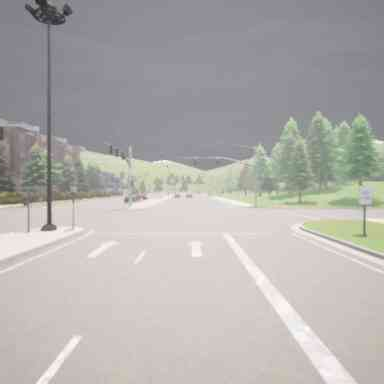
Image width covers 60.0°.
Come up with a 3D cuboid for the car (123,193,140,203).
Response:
[{"bbox_3d":[-11.779,1.316,63.544,1.994,1.385,4.181,0,0,0],"label":"car"}]

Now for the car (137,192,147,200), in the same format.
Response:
[{"bbox_3d":[-11.996,0.921,78.637,2.150,2.045,5.566,0,0,-1],"label":"car"}]
